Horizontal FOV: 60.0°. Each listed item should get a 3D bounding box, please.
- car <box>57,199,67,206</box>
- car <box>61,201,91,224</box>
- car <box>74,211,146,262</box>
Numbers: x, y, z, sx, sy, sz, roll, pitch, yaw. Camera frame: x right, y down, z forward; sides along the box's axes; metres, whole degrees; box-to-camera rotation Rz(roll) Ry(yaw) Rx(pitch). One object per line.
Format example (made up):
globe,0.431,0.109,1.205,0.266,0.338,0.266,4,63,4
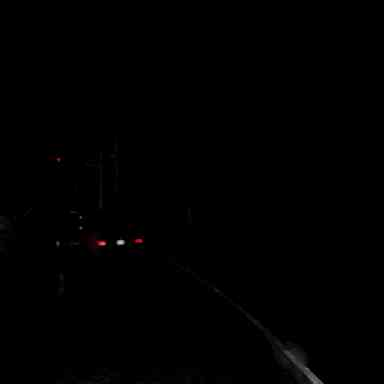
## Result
car,-27.290,2.117,70.008,1.812,1.442,4.674,0,-1,-23
car,-9.415,1.757,27.598,2.128,1.511,4.902,0,0,-23
car,-3.223,1.672,12.872,2.033,1.411,5.357,0,-1,-23
